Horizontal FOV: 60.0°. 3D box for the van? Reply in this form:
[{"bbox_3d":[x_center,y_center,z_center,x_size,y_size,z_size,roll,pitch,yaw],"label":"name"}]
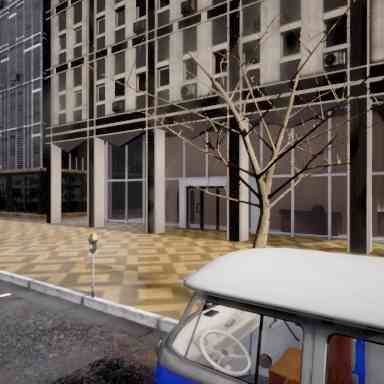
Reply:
[{"bbox_3d":[1.559,1.341,1.758,3.998,1.788,1.690,0,0,36],"label":"van"}]
